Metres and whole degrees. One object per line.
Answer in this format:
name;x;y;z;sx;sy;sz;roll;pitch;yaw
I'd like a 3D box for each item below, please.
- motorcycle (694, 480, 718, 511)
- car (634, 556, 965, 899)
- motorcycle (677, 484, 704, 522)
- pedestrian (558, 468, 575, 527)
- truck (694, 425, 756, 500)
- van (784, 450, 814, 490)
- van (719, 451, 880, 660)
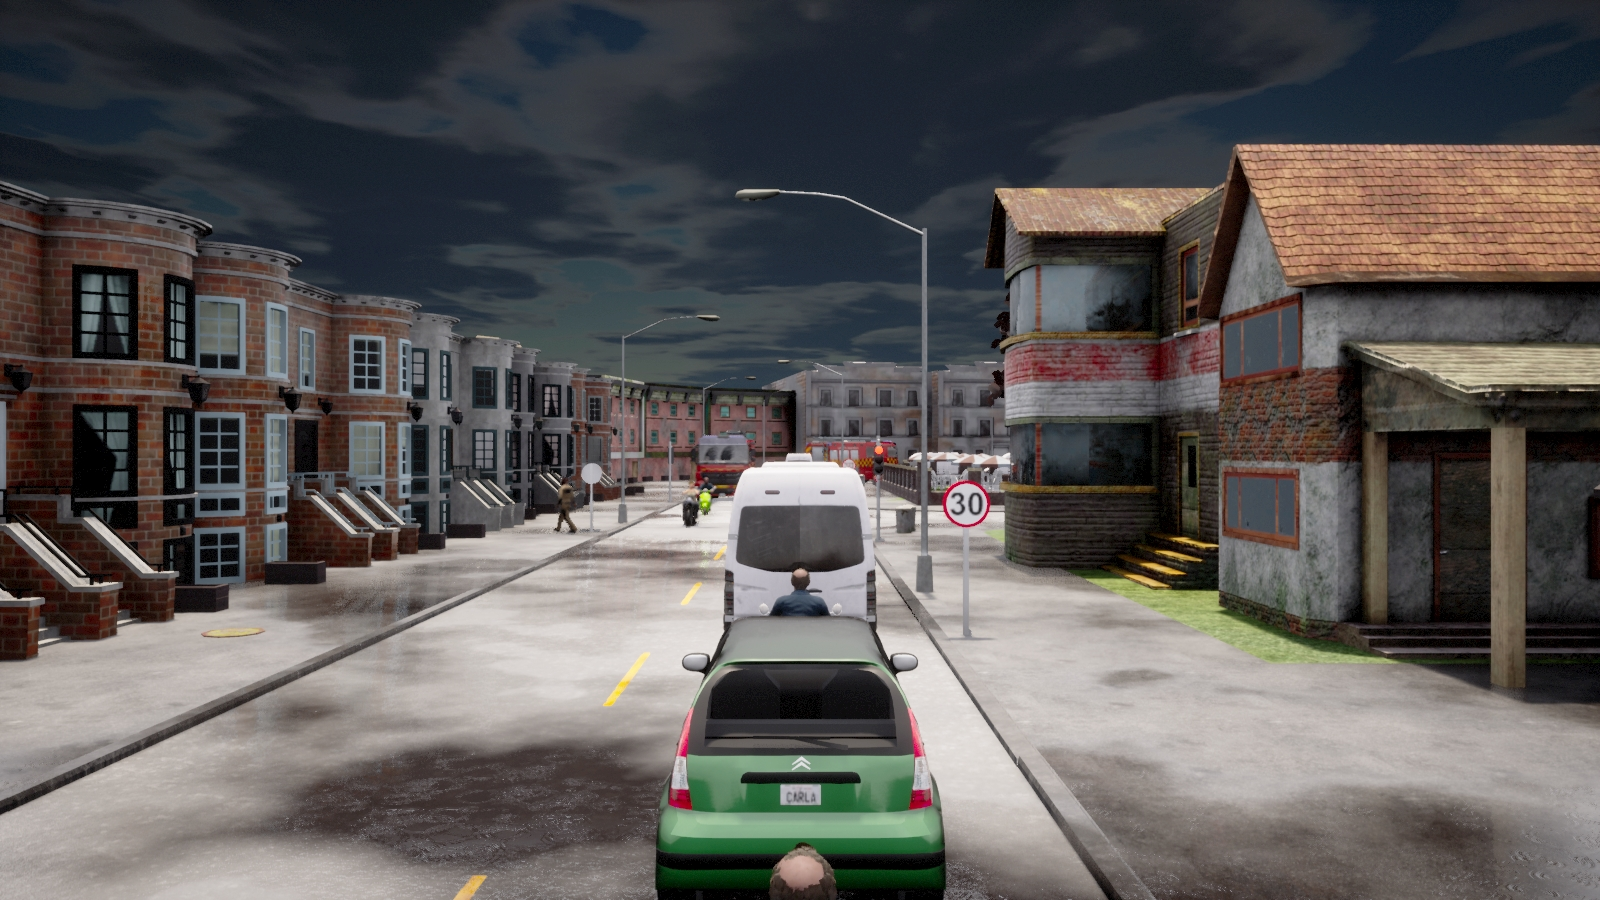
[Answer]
motorcycle;-4.004;1.944;48.746;0.856;1.236;1.805;0;0;0
car;-0.003;1.776;8.385;1.851;1.617;3.988;0;0;0
motorcycle;-4.001;1.934;41.858;0.764;1.277;2.356;0;0;0
pedestrian;-7.483;1.512;36.635;0.375;1.860;0.375;0;0;29
truck;-4.023;0.647;63.272;2.891;3.827;8.468;0;0;0
van;-0.059;1.286;76.777;1.988;2.561;5.915;0;0;0
van;-0.006;1.308;17.043;1.988;2.561;5.915;0;0;0
